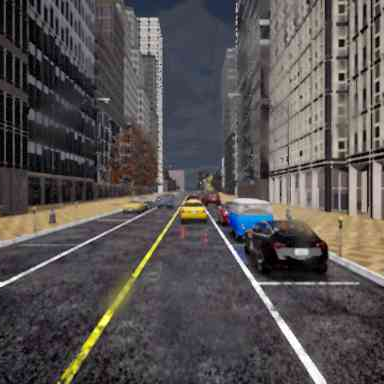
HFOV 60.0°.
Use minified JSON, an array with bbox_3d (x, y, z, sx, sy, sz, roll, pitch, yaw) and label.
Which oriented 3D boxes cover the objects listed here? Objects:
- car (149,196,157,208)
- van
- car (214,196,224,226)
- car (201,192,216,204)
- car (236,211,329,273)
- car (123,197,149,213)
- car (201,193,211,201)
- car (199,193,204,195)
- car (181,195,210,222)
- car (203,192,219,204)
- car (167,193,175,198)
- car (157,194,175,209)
[{"bbox_3d":[-5.657,1.275,38.742,2.008,1.369,4.403,0,0,0],"label":"car"},{"bbox_3d":[2.706,1.232,15.955,1.690,1.788,3.998,0,0,0],"label":"van"},{"bbox_3d":[2.710,1.291,21.647,1.967,1.590,4.097,0,0,0],"label":"car"},{"bbox_3d":[2.739,0.910,55.798,2.192,1.841,5.009,0,0,0],"label":"car"},{"bbox_3d":[2.701,1.496,10.263,1.947,1.339,4.313,0,0,0],"label":"car"},{"bbox_3d":[-5.662,1.294,32.878,1.752,1.417,4.829,0,0,0],"label":"car"},{"bbox_3d":[2.747,1.029,67.353,1.752,1.417,4.829,0,0,0],"label":"car"},{"bbox_3d":[0.133,1.179,41.838,1.882,1.535,5.008,0,0,0],"label":"car"},{"bbox_3d":[0.120,1.284,24.757,1.801,1.575,5.366,0,0,0],"label":"car"},{"bbox_3d":[2.730,0.997,44.414,2.192,1.841,5.009,0,0,0],"label":"car"},{"bbox_3d":[-5.616,0.869,89.971,2.008,1.369,4.403,0,0,0],"label":"car"},{"bbox_3d":[-3.066,1.265,39.730,2.033,1.411,5.357,0,0,0],"label":"car"}]
